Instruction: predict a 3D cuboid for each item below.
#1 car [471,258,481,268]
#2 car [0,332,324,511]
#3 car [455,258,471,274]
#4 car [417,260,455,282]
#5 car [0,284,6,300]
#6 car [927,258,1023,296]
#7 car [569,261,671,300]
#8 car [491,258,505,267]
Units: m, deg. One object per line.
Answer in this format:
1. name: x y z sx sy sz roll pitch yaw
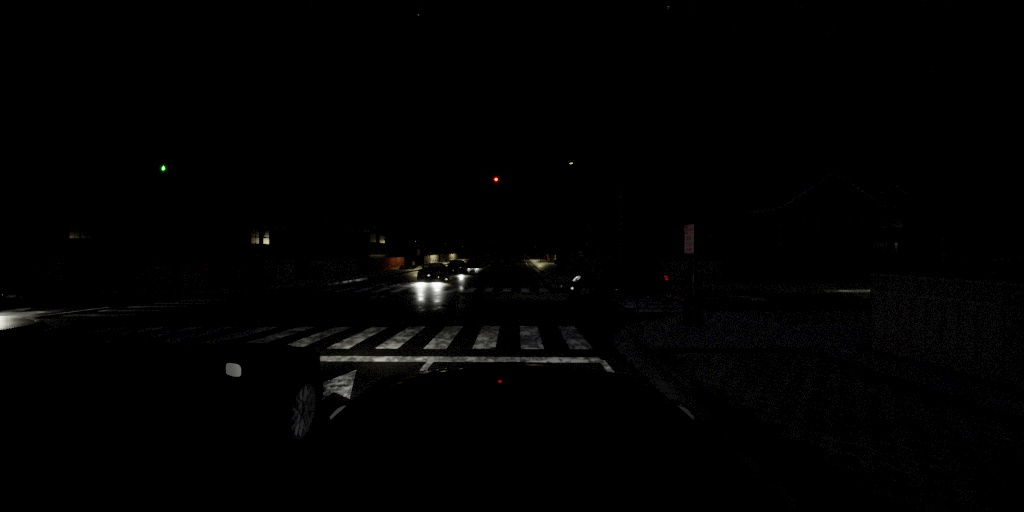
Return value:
1. car: -5.677 0.998 53.133 2.033 1.411 5.357 0 1 1
2. car: -3.152 1.227 2.210 1.882 1.535 5.008 0 0 1
3. car: -5.949 1.165 38.795 1.812 1.442 4.674 0 1 1
4. car: -6.126 1.250 28.503 1.994 1.385 4.181 0 0 1
5. car: -23.173 1.140 13.779 5.566 2.045 2.150 0 0 4
6. car: 21.573 0.924 16.447 4.553 1.767 2.097 0 0 -1
7. car: 5.034 1.050 17.113 4.553 1.767 2.097 0 0 13
8. car: -2.193 0.961 56.198 1.994 1.385 4.181 0 1 1
